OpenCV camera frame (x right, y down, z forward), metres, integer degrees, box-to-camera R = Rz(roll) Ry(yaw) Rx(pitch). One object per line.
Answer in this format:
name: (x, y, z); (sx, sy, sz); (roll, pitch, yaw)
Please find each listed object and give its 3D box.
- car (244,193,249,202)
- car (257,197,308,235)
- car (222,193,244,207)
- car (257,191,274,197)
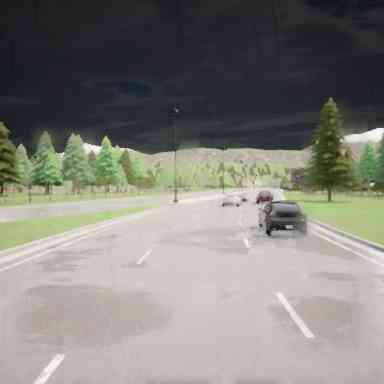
car: (7.271, 0.783, 48.783); (1.895, 1.301, 4.718); (0, 1, 15)
car: (4.491, 1.219, 16.821); (1.837, 1.490, 4.892); (0, 1, 6)
car: (4.569, 0.890, 37.955); (1.812, 1.442, 4.674); (0, 1, 13)
car: (9.774, 0.606, 44.339); (2.097, 1.767, 4.553); (0, 1, 14)
